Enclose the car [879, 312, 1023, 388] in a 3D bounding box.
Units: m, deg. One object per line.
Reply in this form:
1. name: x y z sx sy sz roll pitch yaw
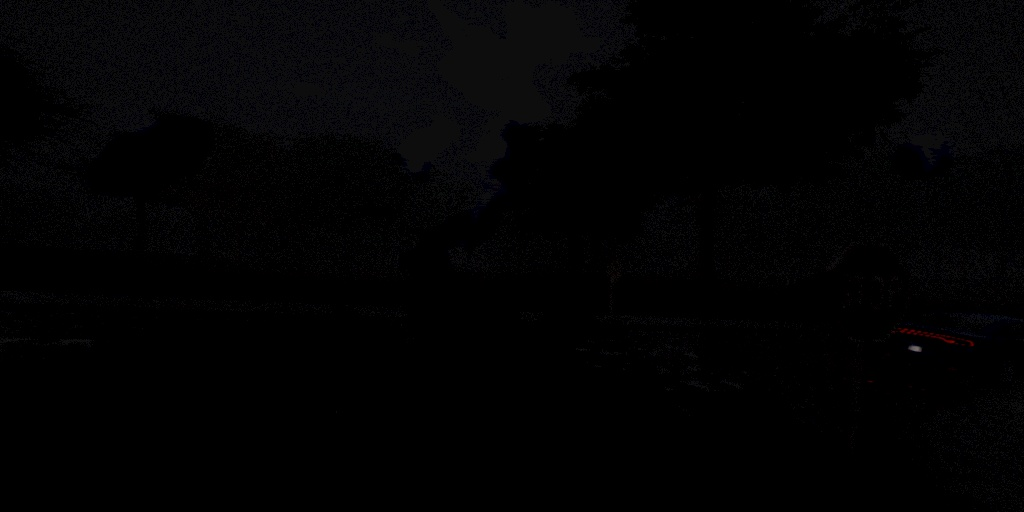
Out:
1. car: 11.957 2.196 9.005 5.008 1.535 1.882 4 0 -12
